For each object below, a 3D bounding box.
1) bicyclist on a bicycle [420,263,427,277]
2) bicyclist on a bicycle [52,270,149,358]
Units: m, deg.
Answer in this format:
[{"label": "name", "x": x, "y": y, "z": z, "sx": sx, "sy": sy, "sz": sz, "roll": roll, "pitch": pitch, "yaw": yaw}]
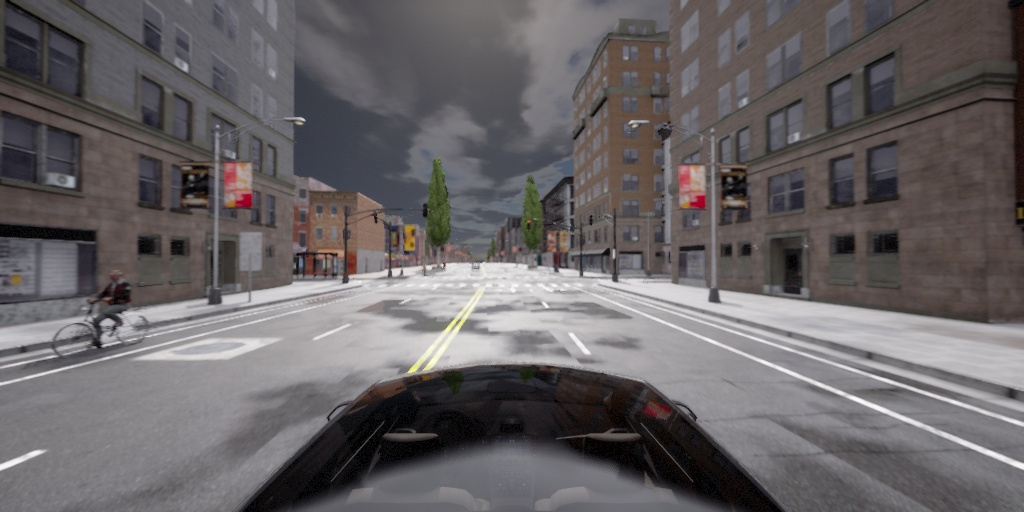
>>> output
[{"label": "bicyclist on a bicycle", "x": -10.222, "y": 1.609, "z": 41.622, "sx": 0.866, "sy": 1.612, "sz": 1.509, "roll": 0, "pitch": -1, "yaw": -4}, {"label": "bicyclist on a bicycle", "x": -8.825, "y": 1.188, "z": 7.785, "sx": 0.659, "sy": 1.776, "sz": 1.843, "roll": 0, "pitch": -1, "yaw": 0}]
